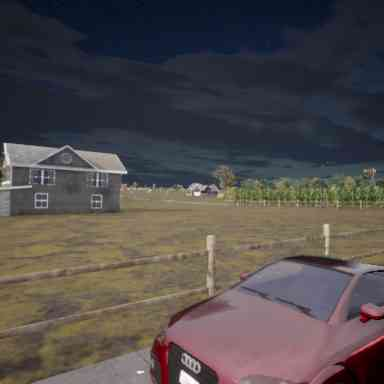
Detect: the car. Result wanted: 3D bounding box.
[{"bbox_3d":[1.594,1.565,4.208,4.181,1.385,1.994,0,0,-36],"label":"car"}]
